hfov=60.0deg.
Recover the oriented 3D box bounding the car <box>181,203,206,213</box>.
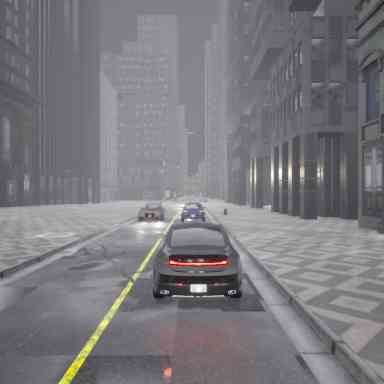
[{"bbox_3d":[0.100,1.557,26.329,1.812,1.442,4.674,0,0,0],"label":"car"}]

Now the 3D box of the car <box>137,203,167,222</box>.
[{"bbox_3d":[-3.100,1.596,26.416,1.994,1.385,4.181,0,0,0],"label":"car"}]

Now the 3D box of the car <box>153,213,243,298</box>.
[{"bbox_3d":[0.105,1.509,8.483,1.837,1.490,4.892,0,0,0],"label":"car"}]
